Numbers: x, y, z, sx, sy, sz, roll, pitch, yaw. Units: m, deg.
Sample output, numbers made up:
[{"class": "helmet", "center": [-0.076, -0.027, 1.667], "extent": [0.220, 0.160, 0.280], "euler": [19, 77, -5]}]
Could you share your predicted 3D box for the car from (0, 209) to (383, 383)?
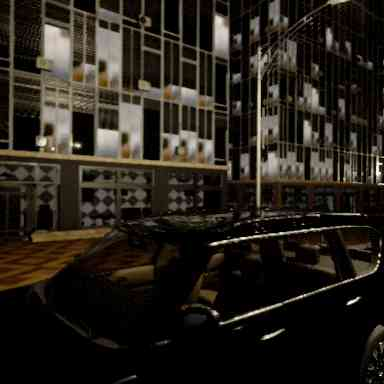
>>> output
[{"class": "car", "center": [0.061, 1.237, 3.302], "extent": [5.566, 2.045, 2.150], "euler": [1, 0, -36]}]
